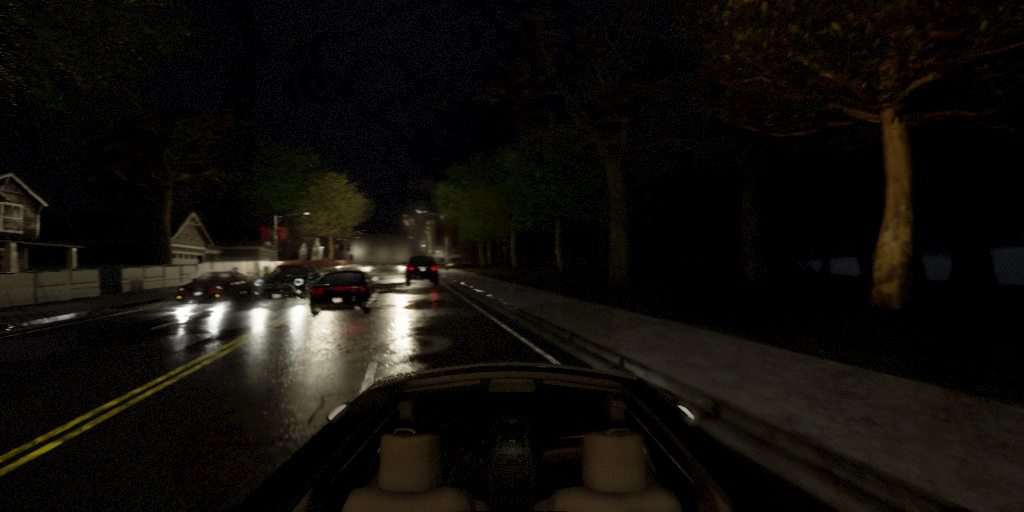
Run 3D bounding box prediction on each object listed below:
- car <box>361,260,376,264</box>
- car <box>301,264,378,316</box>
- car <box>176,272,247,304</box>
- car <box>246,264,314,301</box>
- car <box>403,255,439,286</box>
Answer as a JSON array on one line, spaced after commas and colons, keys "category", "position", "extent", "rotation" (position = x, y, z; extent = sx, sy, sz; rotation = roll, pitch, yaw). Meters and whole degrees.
[{"category": "car", "position": [-22.886, 1.225, 57.349], "extent": [1.895, 1.301, 4.718], "rotation": [-1, 0, -17]}, {"category": "car", "position": [-6.376, 1.284, 13.980], "extent": [1.882, 1.535, 5.008], "rotation": [-1, 0, -17]}, {"category": "car", "position": [-14.536, 1.486, 17.876], "extent": [1.994, 1.385, 4.181], "rotation": [-1, 0, -17]}, {"category": "car", "position": [-11.297, 1.222, 18.378], "extent": [2.097, 1.767, 4.553], "rotation": [-1, 0, -17]}, {"category": "car", "position": [-6.564, 0.995, 25.866], "extent": [2.150, 2.045, 5.566], "rotation": [-1, 0, -17]}]
